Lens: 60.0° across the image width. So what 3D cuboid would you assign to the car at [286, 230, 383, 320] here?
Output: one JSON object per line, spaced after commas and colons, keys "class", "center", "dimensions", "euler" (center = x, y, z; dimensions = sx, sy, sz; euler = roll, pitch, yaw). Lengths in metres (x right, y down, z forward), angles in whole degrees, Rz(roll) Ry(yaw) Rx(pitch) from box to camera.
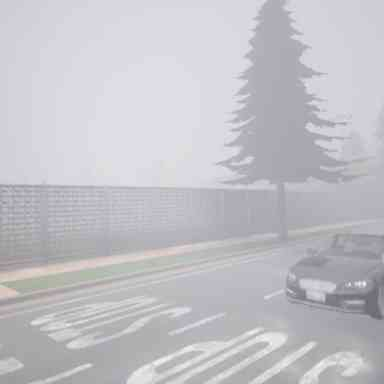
{"class": "car", "center": [4.087, 1.727, 8.012], "dimensions": [4.902, 1.511, 2.128], "euler": [1, -4, -44]}
